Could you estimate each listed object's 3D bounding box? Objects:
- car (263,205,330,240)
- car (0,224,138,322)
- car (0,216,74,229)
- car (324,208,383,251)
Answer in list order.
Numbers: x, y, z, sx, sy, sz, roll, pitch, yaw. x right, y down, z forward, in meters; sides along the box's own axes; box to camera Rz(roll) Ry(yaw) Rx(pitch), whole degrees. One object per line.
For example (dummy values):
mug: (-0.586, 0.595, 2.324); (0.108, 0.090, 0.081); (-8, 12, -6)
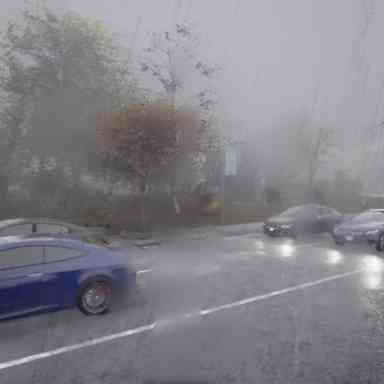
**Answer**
car: (5.614, 1.427, 16.562); (4.892, 1.490, 1.837); (-1, 1, -35)
car: (-3.263, 1.517, 5.966); (4.674, 1.442, 1.812); (0, 0, -35)
car: (-4.800, 1.464, 9.168); (5.008, 1.535, 1.882); (0, 0, -35)
car: (7.784, 1.450, 13.815); (4.674, 1.442, 1.812); (-1, 0, -35)
